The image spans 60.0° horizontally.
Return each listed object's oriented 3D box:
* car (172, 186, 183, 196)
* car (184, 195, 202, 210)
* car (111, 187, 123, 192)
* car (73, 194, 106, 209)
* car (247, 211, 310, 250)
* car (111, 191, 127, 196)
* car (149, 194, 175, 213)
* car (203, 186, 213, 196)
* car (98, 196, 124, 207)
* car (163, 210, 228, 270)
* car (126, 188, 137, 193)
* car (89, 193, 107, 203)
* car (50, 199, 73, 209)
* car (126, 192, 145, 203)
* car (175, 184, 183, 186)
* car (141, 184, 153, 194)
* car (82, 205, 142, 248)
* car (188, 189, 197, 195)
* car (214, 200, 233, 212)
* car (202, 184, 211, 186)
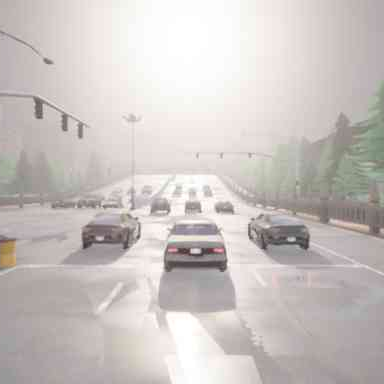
[{"bbox_3d":[-3.395,0.099,74.573,1.895,1.301,4.718,0,7,0],"label":"car"},{"bbox_3d":[0.109,1.504,39.405,1.882,1.535,5.008,0,0,0],"label":"car"},{"bbox_3d":[-17.380,-0.348,77.356,1.895,1.301,4.718,0,7,0],"label":"car"},{"bbox_3d":[-14.067,1.245,46.026,2.150,2.045,5.566,0,0,0],"label":"car"},{"bbox_3d":[3.599,1.536,14.325,1.812,1.442,4.674,0,0,0],"label":"car"},{"bbox_3d":[-13.993,1.199,61.273,2.033,1.411,5.357,0,3,1],"label":"car"},{"bbox_3d":[-3.392,1.379,37.553,2.097,1.767,4.553,0,0,0],"label":"car"},{"bbox_3d":[3.607,0.018,74.912,1.994,1.385,4.181,0,7,0],"label":"car"},{"bbox_3d":[-10.574,1.573,44.902,2.033,1.411,5.357,0,0,0],"label":"car"},{"bbox_3d":[0.095,1.556,10.974,2.033,1.411,5.357,0,0,0],"label":"car"},{"bbox_3d":[-13.882,-0.284,76.847,1.994,1.385,4.181,0,7,0],"label":"car"},{"bbox_3d":[-17.483,1.073,62.221,1.882,1.535,5.008,0,3,1],"label":"car"},{"bbox_3d":[-17.571,1.628,45.519,1.895,1.301,4.718,0,0,0],"label":"car"},{"bbox_3d":[-10.494,1.237,61.511,1.895,1.301,4.718,0,3,1],"label":"car"},{"bbox_3d":[-3.338,-1.299,84.553,1.812,1.442,4.674,0,7,0],"label":"car"},{"bbox_3d":[-10.383,-0.619,76.819,2.150,2.045,5.566,0,7,0],"label":"car"},{"bbox_3d":[-3.400,1.536,14.596,1.812,1.442,4.674,0,0,0],"label":"car"},{"bbox_3d":[0.104,0.008,74.512,1.837,1.490,4.892,0,7,0],"label":"car"},{"bbox_3d":[3.609,1.592,38.314,1.994,1.385,4.181,0,0,0],"label":"car"},{"bbox_3d":[3.662,-1.298,84.512,2.128,1.511,4.902,0,7,0],"label":"car"}]
